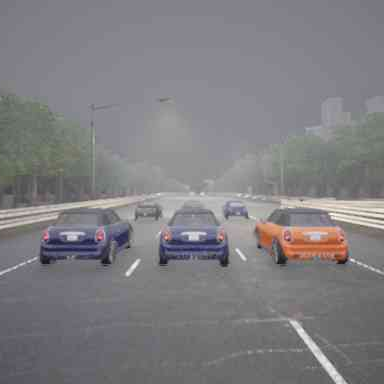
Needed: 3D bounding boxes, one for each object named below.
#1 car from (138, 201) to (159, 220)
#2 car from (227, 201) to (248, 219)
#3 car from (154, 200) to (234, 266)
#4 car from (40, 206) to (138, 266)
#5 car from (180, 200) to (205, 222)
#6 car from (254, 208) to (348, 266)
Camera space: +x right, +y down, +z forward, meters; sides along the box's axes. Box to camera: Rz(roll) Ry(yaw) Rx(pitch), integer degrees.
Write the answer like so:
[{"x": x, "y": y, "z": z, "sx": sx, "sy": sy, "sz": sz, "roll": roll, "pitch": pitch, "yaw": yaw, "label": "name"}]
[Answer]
[{"x": -3.425, "y": 1.435, "z": 27.003, "sx": 2.128, "sy": 1.511, "sz": 4.902, "roll": 0, "pitch": 0, "yaw": 0, "label": "car"}, {"x": 3.582, "y": 1.463, "z": 27.976, "sx": 1.812, "sy": 1.442, "sz": 4.674, "roll": 0, "pitch": 0, "yaw": 0, "label": "car"}, {"x": 0.070, "y": 1.338, "z": 11.698, "sx": 2.097, "sy": 1.767, "sz": 4.553, "roll": 0, "pitch": 0, "yaw": 0, "label": "car"}, {"x": -3.430, "y": 1.337, "z": 11.702, "sx": 2.097, "sy": 1.767, "sz": 4.553, "roll": 0, "pitch": 0, "yaw": 0, "label": "car"}, {"x": 0.078, "y": 1.449, "z": 27.138, "sx": 1.837, "sy": 1.490, "sz": 4.892, "roll": 0, "pitch": 1, "yaw": 0, "label": "car"}, {"x": 3.571, "y": 1.338, "z": 11.708, "sx": 2.097, "sy": 1.767, "sz": 4.553, "roll": 0, "pitch": 0, "yaw": 0, "label": "car"}]
